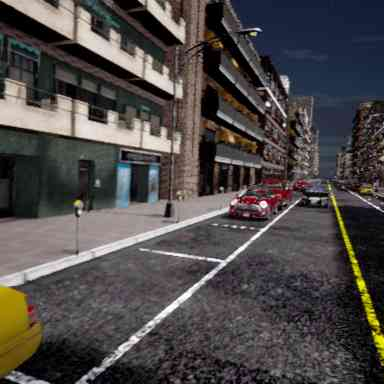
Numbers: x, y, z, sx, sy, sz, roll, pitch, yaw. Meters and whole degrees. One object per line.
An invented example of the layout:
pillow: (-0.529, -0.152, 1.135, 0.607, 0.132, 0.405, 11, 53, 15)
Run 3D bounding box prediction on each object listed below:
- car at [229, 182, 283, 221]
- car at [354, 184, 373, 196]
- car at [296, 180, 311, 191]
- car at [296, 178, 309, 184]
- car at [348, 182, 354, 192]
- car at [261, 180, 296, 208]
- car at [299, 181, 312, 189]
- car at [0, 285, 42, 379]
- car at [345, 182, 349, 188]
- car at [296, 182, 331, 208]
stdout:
car: (3.333, 0.477, 17.438, 1.967, 1.590, 4.097, 4, 4, 22)
car: (23.828, -0.309, 45.802, 1.752, 1.417, 4.829, 4, 4, 22)
car: (18.121, -1.149, 53.979, 1.967, 1.590, 4.097, 4, 4, 22)
car: (16.015, -1.041, 48.752, 2.192, 1.841, 5.009, 4, 4, 22)
car: (27.988, -0.748, 56.086, 1.887, 1.381, 4.507, 4, 4, 22)
car: (5.452, 0.121, 22.650, 2.192, 1.841, 5.009, 4, 4, 22)
car: (20.229, -1.277, 59.207, 1.887, 1.381, 4.507, 4, 4, 22)
car: (-3.073, 1.263, 1.623, 1.752, 1.417, 4.829, 4, 4, 22)
car: (36.439, -1.674, 76.966, 2.008, 1.369, 4.403, 4, 4, 22)
car: (9.398, 0.305, 25.281, 2.128, 1.511, 4.902, 4, 4, 22)
